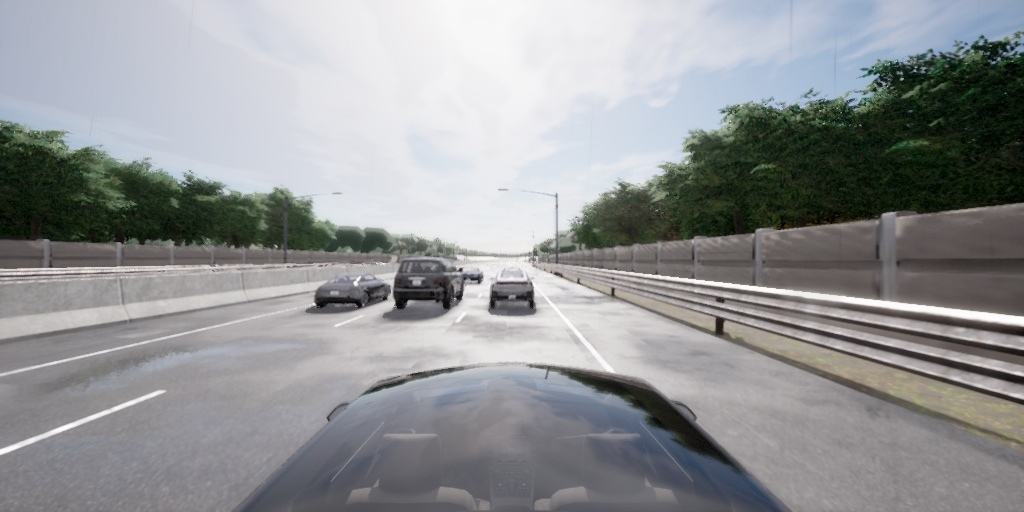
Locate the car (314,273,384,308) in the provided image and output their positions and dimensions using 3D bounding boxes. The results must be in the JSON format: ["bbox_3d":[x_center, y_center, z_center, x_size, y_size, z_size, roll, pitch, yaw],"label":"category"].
[{"bbox_3d":[-6.990,1.449,16.150,1.994,1.385,4.181,0,0,0],"label":"car"}]

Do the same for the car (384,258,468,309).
[{"bbox_3d":[-3.493,1.098,15.882,2.150,2.045,5.566,0,0,0],"label":"car"}]

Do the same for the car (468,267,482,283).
[{"bbox_3d":[-3.486,1.620,30.957,1.895,1.301,4.718,0,0,0],"label":"car"}]

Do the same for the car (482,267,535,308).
[{"bbox_3d":[0.010,1.377,16.151,2.128,1.511,4.902,0,0,0],"label":"car"}]
